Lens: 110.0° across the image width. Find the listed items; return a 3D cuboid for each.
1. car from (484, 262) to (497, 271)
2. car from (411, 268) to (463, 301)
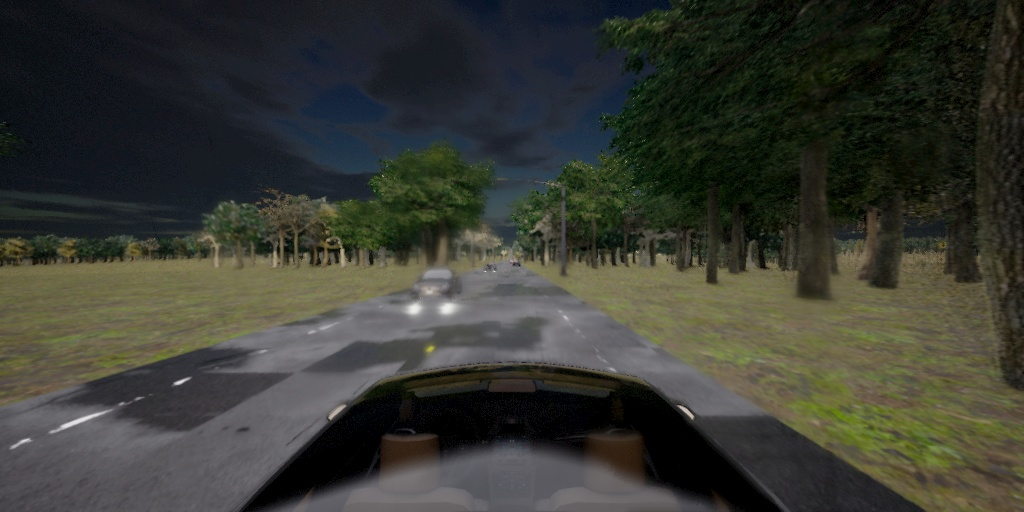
[{"bbox_3d":[-3.493,1.736,59.128,1.994,1.385,4.181,0,0,1],"label":"car"},{"bbox_3d":[-3.582,1.333,17.872,1.812,1.442,4.674,0,0,0],"label":"car"}]
